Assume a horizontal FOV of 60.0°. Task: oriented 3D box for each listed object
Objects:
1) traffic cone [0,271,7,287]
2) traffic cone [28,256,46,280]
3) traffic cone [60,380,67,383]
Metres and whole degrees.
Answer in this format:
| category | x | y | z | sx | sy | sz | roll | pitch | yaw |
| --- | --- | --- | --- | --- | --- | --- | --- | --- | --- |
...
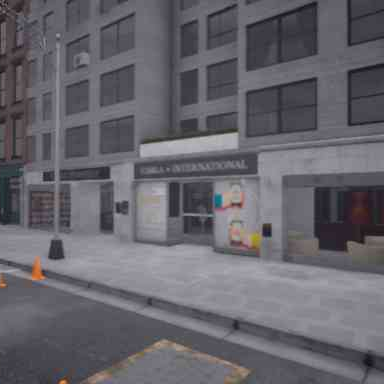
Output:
| category | x | y | z | sx | sy | sz | roll | pitch | yaw |
| --- | --- | --- | --- | --- | --- | --- | --- | --- | --- |
| traffic cone | -4.770 | 2.011 | 8.150 | 0.340 | 0.580 | 0.340 | 0 | -1 | 37 |
| traffic cone | -4.173 | 2.022 | 8.952 | 0.340 | 0.580 | 0.340 | 0 | -1 | 37 |
| traffic cone | -1.150 | 1.982 | 2.964 | 0.340 | 0.580 | 0.340 | 0 | -1 | 37 |
